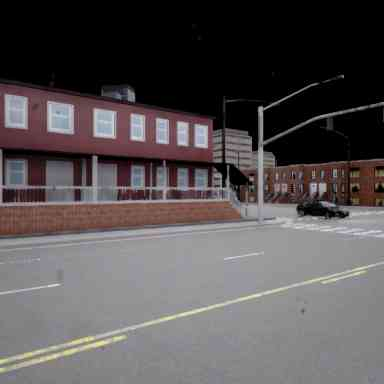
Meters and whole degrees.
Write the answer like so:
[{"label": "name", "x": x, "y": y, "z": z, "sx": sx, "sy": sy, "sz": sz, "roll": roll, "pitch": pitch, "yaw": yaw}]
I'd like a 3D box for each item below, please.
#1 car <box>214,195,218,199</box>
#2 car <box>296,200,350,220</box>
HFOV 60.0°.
[{"label": "car", "x": 1.979, "y": 1.221, "z": 42.282, "sx": 2.150, "sy": 2.045, "sz": 5.566, "roll": 0, "pitch": 0, "yaw": -36}, {"label": "car", "x": 11.078, "y": 1.506, "z": 28.418, "sx": 1.837, "sy": 1.490, "sz": 4.892, "roll": 1, "pitch": -1, "yaw": -25}]
